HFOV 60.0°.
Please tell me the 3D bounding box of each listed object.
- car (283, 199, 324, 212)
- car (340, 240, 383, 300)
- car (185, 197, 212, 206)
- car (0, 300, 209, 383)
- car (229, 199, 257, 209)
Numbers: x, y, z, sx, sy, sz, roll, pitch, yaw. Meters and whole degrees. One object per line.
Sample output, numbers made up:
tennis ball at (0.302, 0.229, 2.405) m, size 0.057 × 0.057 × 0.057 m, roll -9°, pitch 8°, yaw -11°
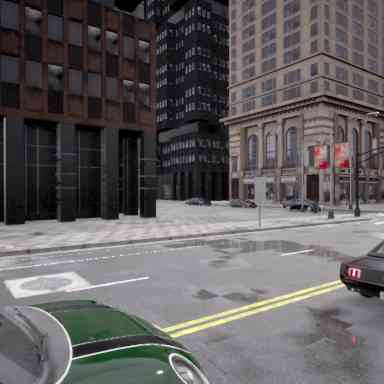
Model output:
car at (12.717, 1.517, 38.213) m, size 2.128 × 1.511 × 4.902 m, roll 0°, pitch 0°, yaw -35°
car at (5.347, 1.600, 7.255) m, size 4.718 × 1.301 × 1.895 m, roll 0°, pitch 0°, yaw -35°
car at (0.986, 1.597, 54.809) m, size 2.033 × 1.411 × 5.357 m, roll 0°, pitch 0°, yaw -36°
car at (-1.997, 1.352, 2.014) m, size 4.553 × 1.767 × 2.097 m, roll 0°, pitch 0°, yaw -35°
car at (7.050, 1.601, 46.215) m, size 1.994 × 1.385 × 4.181 m, roll 0°, pitch 0°, yaw -36°
